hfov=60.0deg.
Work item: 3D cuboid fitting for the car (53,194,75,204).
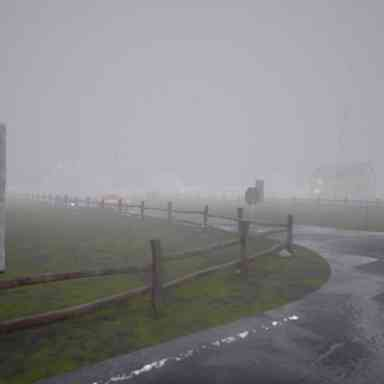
[{"bbox_3d":[-19.203,1.065,49.691,2.033,1.411,5.357,1,0,-36],"label":"car"}]

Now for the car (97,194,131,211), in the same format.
[{"bbox_3d":[-8.056,1.017,34.367,2.097,1.767,4.553,1,0,-36],"label":"car"}]
